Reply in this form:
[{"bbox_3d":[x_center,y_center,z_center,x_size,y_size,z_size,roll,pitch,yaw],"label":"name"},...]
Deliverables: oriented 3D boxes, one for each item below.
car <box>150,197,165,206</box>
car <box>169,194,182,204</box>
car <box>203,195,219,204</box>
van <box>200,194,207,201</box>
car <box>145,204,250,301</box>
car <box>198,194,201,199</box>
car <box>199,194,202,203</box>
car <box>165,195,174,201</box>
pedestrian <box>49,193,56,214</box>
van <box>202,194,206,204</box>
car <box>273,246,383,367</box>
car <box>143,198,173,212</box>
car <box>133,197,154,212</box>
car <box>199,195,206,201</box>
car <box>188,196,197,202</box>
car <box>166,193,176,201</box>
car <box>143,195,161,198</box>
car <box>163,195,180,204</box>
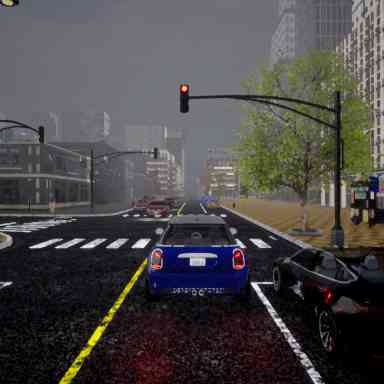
[{"bbox_3d":[-5.626,1.555,54.933,2.008,1.369,4.403,0,0,0],"label":"car"},{"bbox_3d":[-2.980,1.531,64.212,1.812,1.442,4.674,0,0,1],"label":"car"},{"bbox_3d":[2.742,1.528,43.994,1.752,1.417,4.829,0,0,0],"label":"car"},{"bbox_3d":[2.787,1.349,82.681,1.690,1.788,3.998,0,0,0],"label":"van"},{"bbox_3d":[0.110,1.353,8.462,2.097,1.767,4.553,0,0,0],"label":"car"},{"bbox_3d":[2.773,1.572,71.579,1.947,1.339,4.313,0,0,0],"label":"car"},{"bbox_3d":[2.760,1.556,60.477,2.008,1.369,4.403,0,0,0],"label":"car"},{"bbox_3d":[-5.595,1.559,82.688,2.008,1.369,4.403,0,0,0],"label":"car"},{"bbox_3d":[-12.716,1.039,30.292,0.375,1.860,0.375,0,-1,-1],"label":"pedestrian"},{"bbox_3d":[2.749,1.345,49.375,1.690,1.788,3.998,0,0,0],"label":"van"},{"bbox_3d":[2.700,1.566,5.795,1.947,1.339,4.313,0,0,0],"label":"car"},{"bbox_3d":[-3.067,1.527,30.662,1.812,1.442,4.674,0,0,0],"label":"car"},{"bbox_3d":[-5.644,1.585,38.280,1.802,1.307,4.206,0,0,0],"label":"car"},{"bbox_3d":[2.792,1.534,88.402,1.752,1.417,4.829,0,0,0],"label":"car"},{"bbox_3d":[0.089,1.548,79.296,2.033,1.411,5.357,0,0,0],"label":"car"},{"bbox_3d":[-5.588,1.324,88.239,2.192,1.841,5.009,0,0,0],"label":"car"},{"bbox_3d":[-5.637,1.318,43.831,2.192,1.841,5.009,0,0,0],"label":"car"},{"bbox_3d":[-3.048,1.508,45.171,1.837,1.490,4.892,0,0,0],"label":"car"}]
